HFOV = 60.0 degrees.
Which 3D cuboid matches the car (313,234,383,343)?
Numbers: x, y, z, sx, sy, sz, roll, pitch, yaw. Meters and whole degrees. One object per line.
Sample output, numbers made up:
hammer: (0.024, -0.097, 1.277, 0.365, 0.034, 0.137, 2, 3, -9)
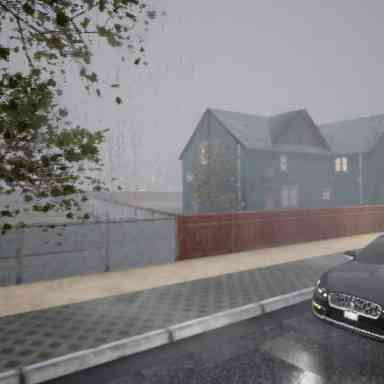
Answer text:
car: (4.206, 1.503, 6.069, 4.892, 1.490, 1.837, 1, 0, -36)
